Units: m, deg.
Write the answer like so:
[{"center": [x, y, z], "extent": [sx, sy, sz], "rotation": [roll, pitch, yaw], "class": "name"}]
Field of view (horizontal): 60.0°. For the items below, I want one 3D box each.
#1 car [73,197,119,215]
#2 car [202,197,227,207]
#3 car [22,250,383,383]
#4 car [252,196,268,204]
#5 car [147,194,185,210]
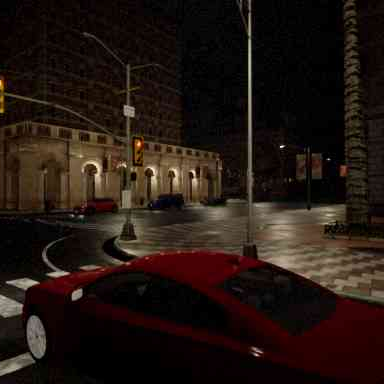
[{"center": [-9.887, 1.352, 34.369], "extent": [2.097, 1.767, 4.553], "rotation": [0, 0, 39], "class": "car"}, {"center": [3.518, 1.491, 51.442], "extent": [2.128, 1.511, 4.902], "rotation": [0, 0, 38], "class": "car"}, {"center": [-0.206, 1.478, 4.081], "extent": [5.008, 1.535, 1.882], "rotation": [0, 0, 38], "class": "car"}, {"center": [12.871, 1.500, 63.460], "extent": [1.837, 1.490, 4.892], "rotation": [0, 0, 37], "class": "car"}, {"center": [-3.254, 1.221, 42.764], "extent": [2.150, 2.045, 5.566], "rotation": [0, 0, 38], "class": "car"}]
